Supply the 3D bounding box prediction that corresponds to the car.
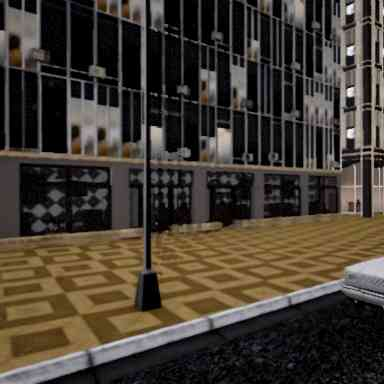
[{"bbox_3d":[5.043,1.594,6.669,4.718,1.301,1.895,0,0,-35],"label":"car"}]
